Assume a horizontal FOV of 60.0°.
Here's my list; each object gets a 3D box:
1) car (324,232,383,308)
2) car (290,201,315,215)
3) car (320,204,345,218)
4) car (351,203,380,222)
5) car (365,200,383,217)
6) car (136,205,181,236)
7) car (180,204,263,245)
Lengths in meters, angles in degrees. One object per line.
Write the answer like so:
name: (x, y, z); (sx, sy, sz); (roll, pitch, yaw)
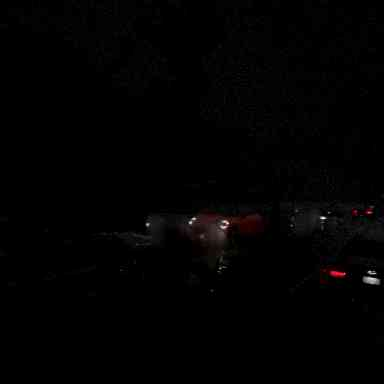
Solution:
car: (4.689, 1.742, 8.250); (2.033, 1.411, 5.357); (3, 0, 33)
car: (13.049, 1.869, 39.007); (2.128, 1.511, 4.902); (3, 1, 34)
car: (15.745, 2.084, 37.206); (1.994, 1.385, 4.181); (3, 1, 34)
car: (17.768, 2.168, 34.210); (1.812, 1.442, 4.674); (3, 1, 34)
car: (23.454, 2.039, 42.952); (2.150, 2.045, 5.566); (3, 1, 33)
car: (-1.021, 1.425, 17.672); (1.994, 1.385, 4.181); (3, 0, 33)
car: (1.714, 1.358, 15.904); (2.097, 1.767, 4.553); (3, 0, 33)
